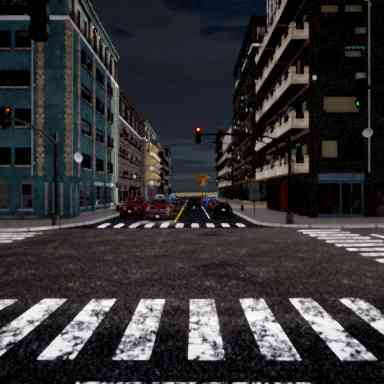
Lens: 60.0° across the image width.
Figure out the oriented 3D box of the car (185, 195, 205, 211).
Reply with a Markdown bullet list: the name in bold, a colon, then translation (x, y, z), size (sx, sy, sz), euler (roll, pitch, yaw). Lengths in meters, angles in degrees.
- **car**: translation (0.249, 1.490, 40.746), size (1.837, 1.490, 4.892), euler (0, 0, 0)

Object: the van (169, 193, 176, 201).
- **van**: translation (-5.000, 1.289, 85.837), size (1.690, 1.788, 3.998), euler (0, 0, 0)

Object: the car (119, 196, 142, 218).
- **car**: translation (-5.204, 1.307, 30.317), size (2.192, 1.841, 5.009), euler (0, 0, 0)

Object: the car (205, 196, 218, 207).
- **car**: translation (2.717, 1.567, 41.393), size (1.802, 1.307, 4.206), euler (0, 0, 0)

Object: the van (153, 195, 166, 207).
- **van**: translation (-5.122, 1.318, 52.525), size (1.690, 1.788, 3.998), euler (0, 0, 0)

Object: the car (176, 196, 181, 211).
- **car**: translation (-2.711, 1.479, 38.132), size (2.128, 1.511, 4.902), euler (0, 0, 0)

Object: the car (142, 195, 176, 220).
- **car**: translation (-2.715, 1.345, 28.292), size (2.097, 1.767, 4.553), euler (0, 0, 0)

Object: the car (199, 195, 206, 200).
- **car**: translation (2.900, 1.486, 91.361), size (1.887, 1.381, 4.507), euler (0, 0, 0)

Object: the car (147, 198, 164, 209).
- **car**: translation (-5.143, 1.526, 46.973), size (1.887, 1.381, 4.507), euler (0, 0, 0)

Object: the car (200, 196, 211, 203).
- **car**: translation (2.819, 1.515, 69.153), size (2.008, 1.369, 4.403), euler (0, 0, 0)

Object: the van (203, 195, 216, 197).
- **van**: translation (2.738, 1.322, 46.945), size (1.690, 1.788, 3.998), euler (0, 0, 0)

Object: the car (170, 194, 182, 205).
- **car**: translation (-2.637, 1.467, 53.599), size (2.128, 1.511, 4.902), euler (0, 0, 0)

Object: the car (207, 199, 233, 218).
- **car**: translation (2.676, 1.557, 30.289), size (1.947, 1.339, 4.313), euler (0, 0, 0)

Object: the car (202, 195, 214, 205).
- **car**: translation (2.779, 1.413, 58.048), size (1.967, 1.590, 4.097), euler (0, 0, 0)

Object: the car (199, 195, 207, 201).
- **car**: translation (2.880, 1.492, 85.809), size (1.887, 1.381, 4.507), euler (0, 0, 0)

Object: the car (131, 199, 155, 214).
- **car**: translation (-5.183, 1.533, 35.869), size (1.887, 1.381, 4.507), euler (0, 0, 0)
